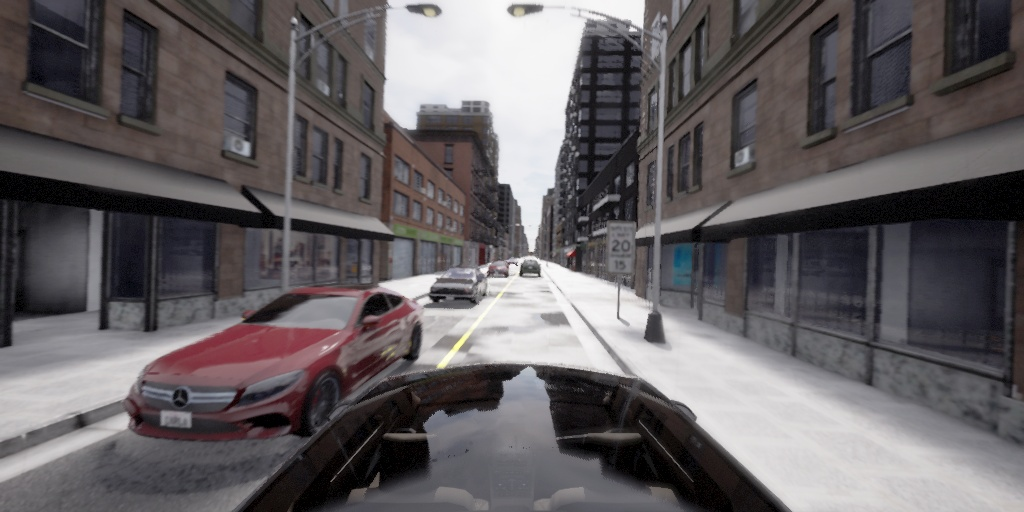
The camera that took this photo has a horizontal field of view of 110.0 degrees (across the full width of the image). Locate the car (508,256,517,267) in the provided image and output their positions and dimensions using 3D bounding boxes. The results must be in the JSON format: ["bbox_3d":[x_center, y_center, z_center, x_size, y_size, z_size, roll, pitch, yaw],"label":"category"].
[{"bbox_3d":[0.045,0.781,54.048,1.882,1.535,5.008,2,0,3],"label":"car"}]

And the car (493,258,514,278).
[{"bbox_3d":[-1.173,1.195,33.455,1.812,1.442,4.674,2,0,4],"label":"car"}]

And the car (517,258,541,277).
[{"bbox_3d":[1.876,1.118,36.481,2.097,1.767,4.553,2,0,4],"label":"car"}]

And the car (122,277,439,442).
[{"bbox_3d":[-2.754,1.180,5.474,1.812,1.442,4.674,2,0,5],"label":"car"}]

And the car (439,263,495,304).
[{"bbox_3d":[-2.173,1.206,16.071,2.033,1.411,5.357,2,0,3],"label":"car"}]
